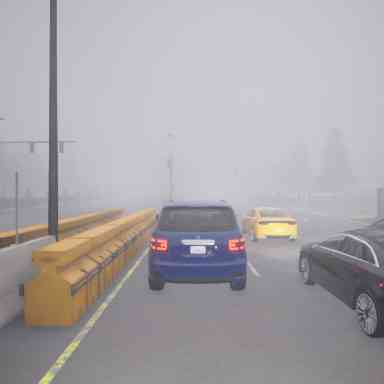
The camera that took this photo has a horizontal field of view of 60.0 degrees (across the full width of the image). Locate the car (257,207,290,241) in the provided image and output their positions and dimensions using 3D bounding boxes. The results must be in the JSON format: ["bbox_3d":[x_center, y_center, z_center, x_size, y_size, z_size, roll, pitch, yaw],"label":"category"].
[{"bbox_3d":[3.643,1.478,16.411,1.882,1.535,5.008,0,0,0],"label":"car"}]

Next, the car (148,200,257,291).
[{"bbox_3d":[0.125,1.222,9.177,2.150,2.045,5.566,0,0,0],"label":"car"}]

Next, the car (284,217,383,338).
[{"bbox_3d":[3.614,1.492,6.569,2.128,1.511,4.902,0,0,0],"label":"car"}]

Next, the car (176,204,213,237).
[{"bbox_3d":[0.151,1.505,19.026,1.837,1.490,4.892,0,0,0],"label":"car"}]
